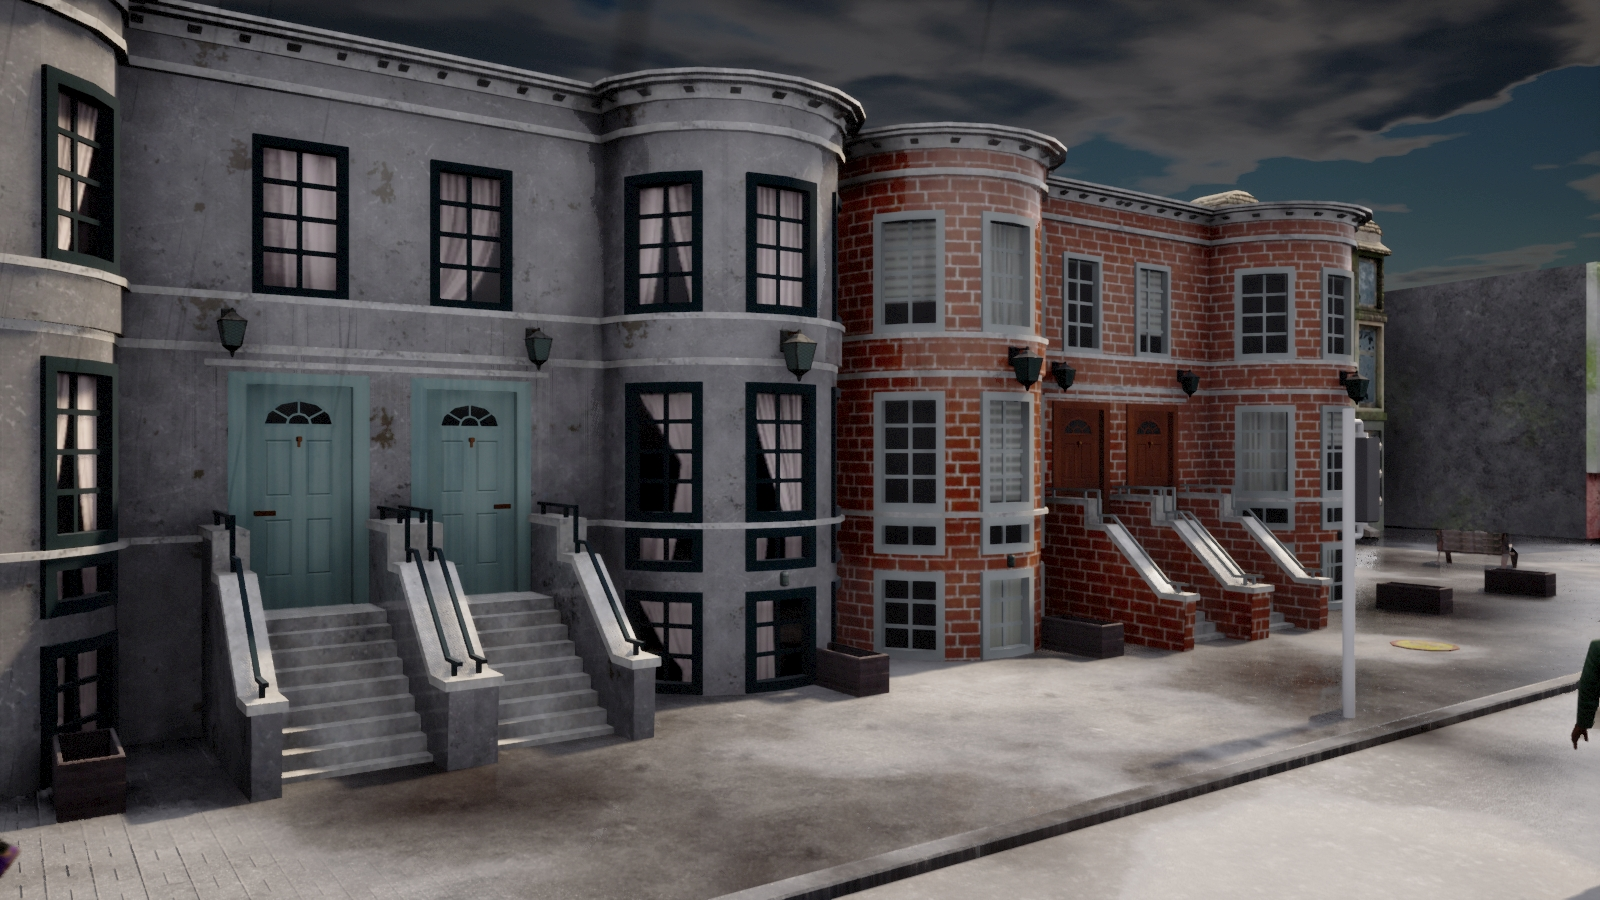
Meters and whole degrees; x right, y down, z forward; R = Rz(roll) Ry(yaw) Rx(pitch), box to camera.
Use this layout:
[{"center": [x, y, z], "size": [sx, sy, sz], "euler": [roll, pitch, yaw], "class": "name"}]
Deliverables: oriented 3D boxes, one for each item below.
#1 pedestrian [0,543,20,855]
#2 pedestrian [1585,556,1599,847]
[{"center": [-5.026, 1.524, 7.021], "size": [0.375, 1.860, 0.375], "euler": [0, 0, -33], "class": "pedestrian"}, {"center": [5.362, 1.628, 7.360], "size": [0.375, 1.860, 0.375], "euler": [0, 0, -28], "class": "pedestrian"}]
